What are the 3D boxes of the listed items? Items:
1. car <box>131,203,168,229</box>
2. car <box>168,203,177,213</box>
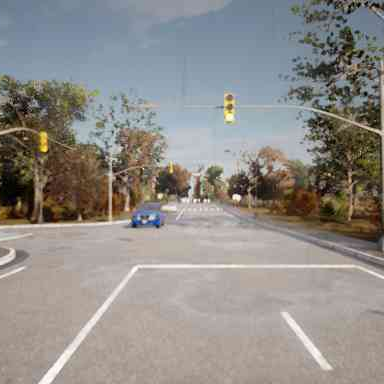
[{"bbox_3d":[-3.469,1.897,27.152,2.150,2.045,5.566,0,-2,0],"label":"car"},{"bbox_3d":[-3.462,2.558,52.782,1.812,1.442,4.674,0,0,0],"label":"car"}]
